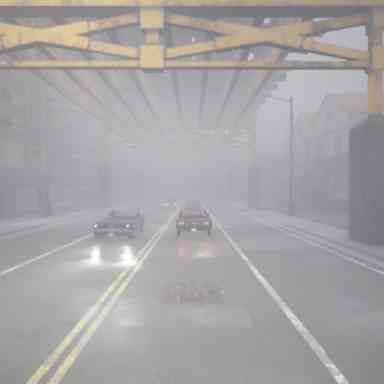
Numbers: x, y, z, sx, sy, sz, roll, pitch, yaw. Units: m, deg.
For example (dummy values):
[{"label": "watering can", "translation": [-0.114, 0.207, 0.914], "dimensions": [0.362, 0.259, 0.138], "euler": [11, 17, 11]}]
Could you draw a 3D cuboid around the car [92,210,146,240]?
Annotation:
[{"label": "car", "translation": [-3.601, 1.596, 17.048], "dimensions": [1.895, 1.301, 4.718], "euler": [0, 0, 0]}]

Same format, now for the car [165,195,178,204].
[{"label": "car", "translation": [-3.548, 1.257, 59.169], "dimensions": [1.837, 1.490, 4.892], "euler": [0, 1, 1]}]

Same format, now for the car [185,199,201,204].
[{"label": "car", "translation": [0.097, 1.492, 40.943], "dimensions": [1.994, 1.385, 4.181], "euler": [0, 1, 0]}]

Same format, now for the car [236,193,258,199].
[{"label": "car", "translation": [13.580, 0.932, 82.422], "dimensions": [4.974, 1.542, 2.038], "euler": [0, 1, 25]}]

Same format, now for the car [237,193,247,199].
[{"label": "car", "translation": [13.254, 0.980, 78.264], "dimensions": [4.974, 1.542, 2.038], "euler": [0, 1, -20]}]

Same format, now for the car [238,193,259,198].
[{"label": "car", "translation": [13.303, 0.823, 78.280], "dimensions": [4.536, 1.218, 1.853], "euler": [0, 1, -20]}]

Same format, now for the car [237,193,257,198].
[{"label": "car", "translation": [13.627, 0.774, 82.399], "dimensions": [4.536, 1.218, 1.853], "euler": [0, 1, 25]}]

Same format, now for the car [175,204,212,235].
[{"label": "car", "translation": [0.096, 1.595, 18.895], "dimensions": [1.895, 1.301, 4.718], "euler": [0, 0, 0]}]
